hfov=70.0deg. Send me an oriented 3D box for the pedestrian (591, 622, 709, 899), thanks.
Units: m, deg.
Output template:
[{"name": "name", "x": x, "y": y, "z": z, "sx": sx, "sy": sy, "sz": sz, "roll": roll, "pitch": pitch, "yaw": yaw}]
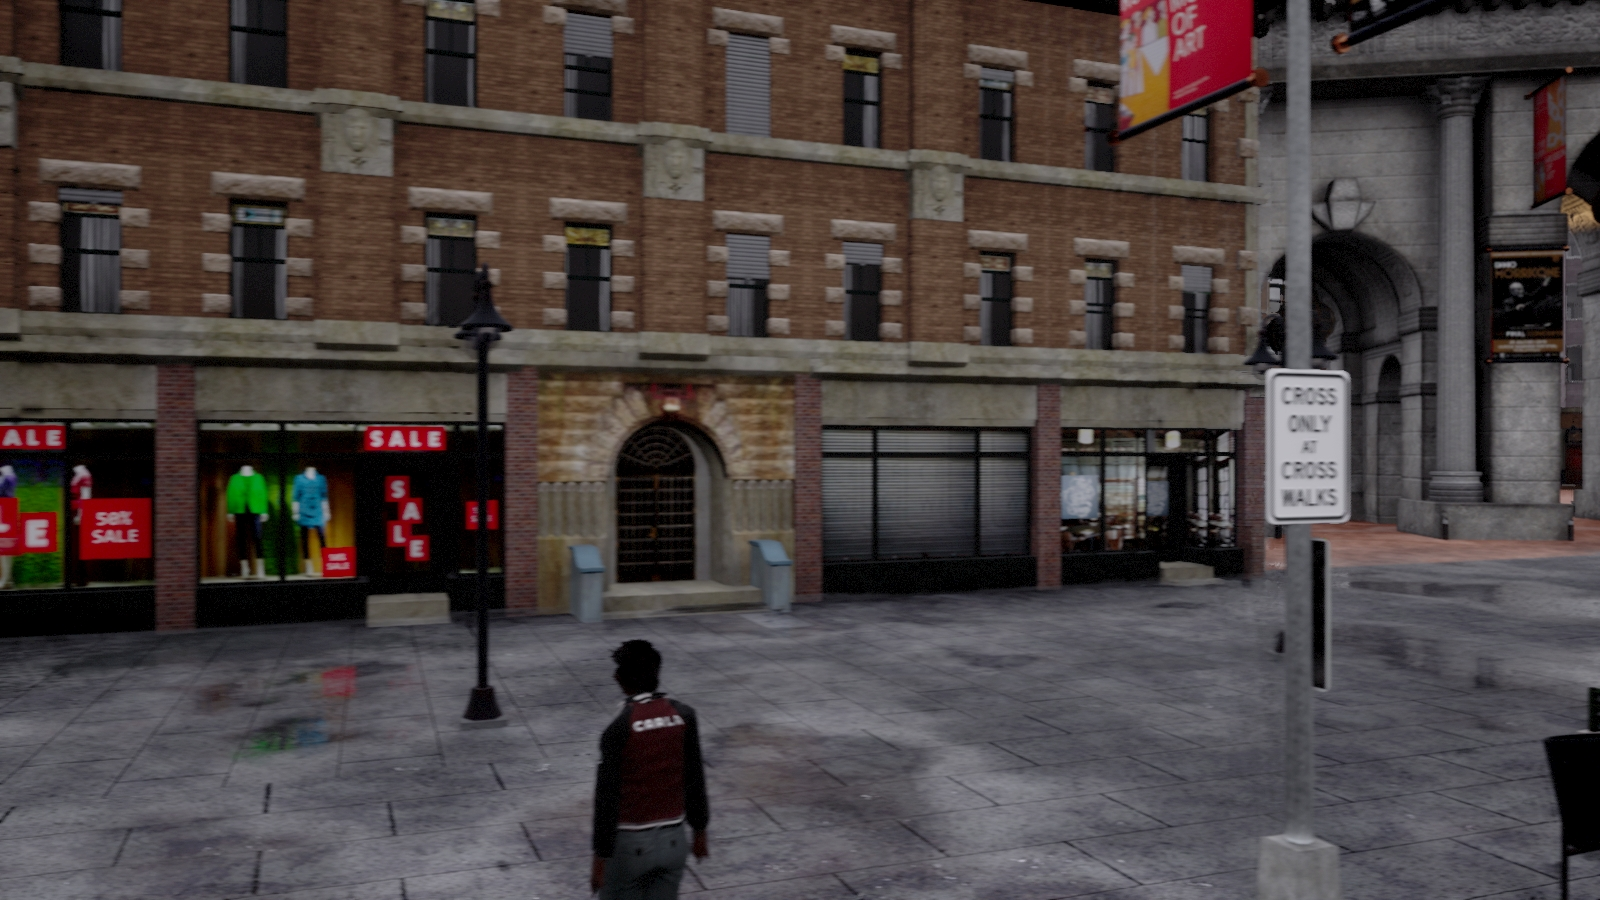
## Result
[{"name": "pedestrian", "x": -0.638, "y": 1.696, "z": 4.840, "sx": 0.375, "sy": 1.860, "sz": 0.375, "roll": 0, "pitch": 0, "yaw": -32}]
